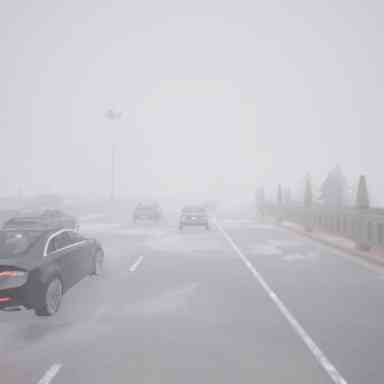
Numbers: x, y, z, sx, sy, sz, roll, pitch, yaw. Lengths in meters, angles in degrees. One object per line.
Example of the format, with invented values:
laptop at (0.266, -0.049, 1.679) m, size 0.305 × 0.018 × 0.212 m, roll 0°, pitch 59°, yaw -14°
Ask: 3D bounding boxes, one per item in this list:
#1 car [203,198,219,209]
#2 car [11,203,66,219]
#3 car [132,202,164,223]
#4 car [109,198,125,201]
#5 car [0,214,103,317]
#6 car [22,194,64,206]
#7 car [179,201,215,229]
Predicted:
car at (2.245, 1.526, 42.473) m, size 1.812 × 1.442 × 4.674 m, roll 0°, pitch 0°, yaw 12°
car at (-6.888, 1.506, 15.646) m, size 1.837 × 1.490 × 4.892 m, roll 0°, pitch 0°, yaw 0°
car at (-3.287, 1.492, 25.571) m, size 2.128 × 1.511 × 4.902 m, roll 0°, pitch 0°, yaw 2°
car at (-10.941, 1.549, 48.542) m, size 2.033 × 1.411 × 5.357 m, roll 0°, pitch 0°, yaw 14°
car at (-3.395, 1.492, 7.426) m, size 2.128 × 1.511 × 4.902 m, roll 0°, pitch 0°, yaw 0°
car at (-16.572, 1.225, 37.379) m, size 2.150 × 2.045 × 5.566 m, roll 0°, pitch 0°, yaw 8°
car at (0.127, 1.548, 21.391) m, size 2.033 × 1.411 × 5.357 m, roll 0°, pitch 0°, yaw 0°
